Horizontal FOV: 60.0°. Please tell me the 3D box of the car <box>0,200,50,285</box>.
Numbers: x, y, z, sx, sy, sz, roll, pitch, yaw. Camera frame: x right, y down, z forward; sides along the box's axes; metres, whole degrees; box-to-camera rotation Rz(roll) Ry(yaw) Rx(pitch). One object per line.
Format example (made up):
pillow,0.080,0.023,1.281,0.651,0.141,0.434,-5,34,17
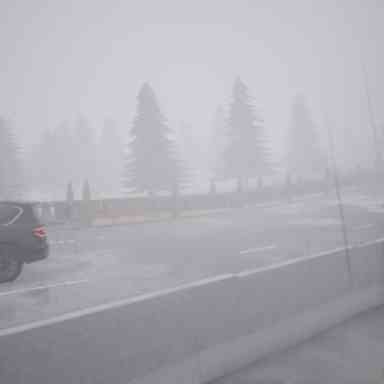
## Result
car,-6.430,1.224,8.004,5.566,2.045,2.150,0,0,-35
